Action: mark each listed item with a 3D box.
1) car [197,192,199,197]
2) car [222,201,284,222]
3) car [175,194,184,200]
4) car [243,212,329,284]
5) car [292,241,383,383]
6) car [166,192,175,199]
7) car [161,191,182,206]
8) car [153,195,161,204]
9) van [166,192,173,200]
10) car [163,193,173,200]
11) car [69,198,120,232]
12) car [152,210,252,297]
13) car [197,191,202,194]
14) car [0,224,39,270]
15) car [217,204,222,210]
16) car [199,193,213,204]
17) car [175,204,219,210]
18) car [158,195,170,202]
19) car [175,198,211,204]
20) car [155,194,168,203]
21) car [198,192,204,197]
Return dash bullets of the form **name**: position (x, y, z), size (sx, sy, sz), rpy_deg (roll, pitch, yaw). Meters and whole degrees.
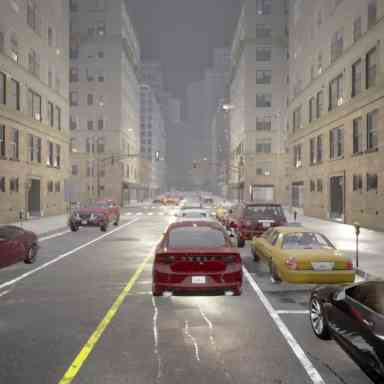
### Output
- **car**: position (2.772, 1.250, 79.639), size (1.802, 1.307, 4.206), rpy_deg (1, 0, 0)
- **car**: position (2.768, 1.302, 14.734), size (2.192, 1.841, 5.009), rpy_deg (0, 0, 0)
- **car**: position (-2.998, 1.184, 80.786), size (1.812, 1.442, 4.674), rpy_deg (0, 0, 0)
- **car**: position (2.766, 1.520, 9.349), size (1.752, 1.417, 4.829), rpy_deg (0, 0, 0)
- **car**: position (2.765, 1.566, 3.628), size (1.947, 1.339, 4.313), rpy_deg (0, 0, 0)
- **car**: position (-5.750, 0.899, 90.488), size (2.192, 1.841, 5.009), rpy_deg (1, 0, 0)
- **car**: position (-3.147, 1.204, 51.783), size (2.097, 1.767, 4.553), rpy_deg (0, 0, 2)
- **car**: position (-5.755, 1.361, 57.951), size (1.887, 1.381, 4.507), rpy_deg (0, 0, 0)
- **van**: position (-5.750, 0.968, 85.066), size (1.690, 1.788, 3.998), rpy_deg (1, 0, 0)
- **car**: position (-5.752, 1.108, 79.644), size (1.967, 1.590, 4.097), rpy_deg (1, 0, 0)
- **car**: position (-5.757, 1.291, 20.292), size (2.192, 1.841, 5.009), rpy_deg (0, 0, 0)
- **car**: position (0.073, 1.473, 8.642), size (1.882, 1.535, 5.008), rpy_deg (0, 0, -1)
- **car**: position (2.774, 1.024, 90.483), size (1.967, 1.590, 4.097), rpy_deg (1, 0, 0)
- **car**: position (-5.760, 1.577, 9.187), size (1.802, 1.307, 4.206), rpy_deg (0, 0, 0)
- **car**: position (2.767, 1.558, 20.285), size (1.802, 1.307, 4.206), rpy_deg (0, 0, 0)
- **car**: position (2.770, 1.367, 57.943), size (2.008, 1.369, 4.403), rpy_deg (0, 0, 0)
- **car**: position (0.099, 1.510, 16.191), size (1.812, 1.442, 4.674), rpy_deg (0, 0, 0)
- **car**: position (-5.754, 1.292, 68.798), size (1.887, 1.381, 4.507), rpy_deg (1, 0, 0)
- **car**: position (0.074, 1.454, 25.333), size (2.128, 1.511, 4.902), rpy_deg (0, 0, 0)
- **car**: position (-5.753, 1.224, 63.374), size (1.967, 1.590, 4.097), rpy_deg (1, 0, 0)
- **car**: position (2.772, 1.271, 68.959), size (1.752, 1.417, 4.829), rpy_deg (1, 0, 0)
